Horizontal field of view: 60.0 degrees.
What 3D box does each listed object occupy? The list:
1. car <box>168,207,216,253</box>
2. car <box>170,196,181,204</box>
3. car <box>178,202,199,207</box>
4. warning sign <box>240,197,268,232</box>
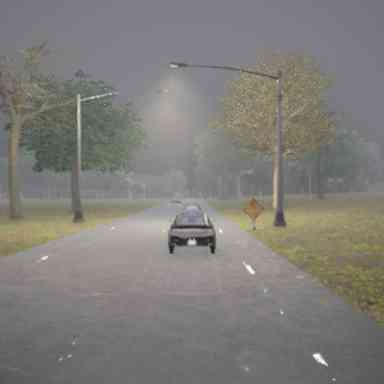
[{"bbox_3d":[0.010,1.612,14.322,2.128,1.511,4.902,0,0,0],"label":"car"},{"bbox_3d":[-3.464,1.703,71.143,2.097,1.767,4.553,0,0,0],"label":"car"},{"bbox_3d":[0.017,1.784,29.347,1.994,1.385,4.181,0,0,0],"label":"car"},{"bbox_3d":[3.522,1.268,18.970,1.300,1.860,1.060,-2,-3,0],"label":"warning sign"}]
